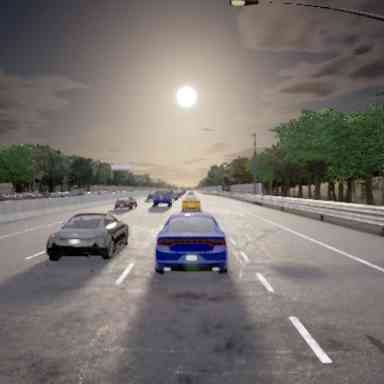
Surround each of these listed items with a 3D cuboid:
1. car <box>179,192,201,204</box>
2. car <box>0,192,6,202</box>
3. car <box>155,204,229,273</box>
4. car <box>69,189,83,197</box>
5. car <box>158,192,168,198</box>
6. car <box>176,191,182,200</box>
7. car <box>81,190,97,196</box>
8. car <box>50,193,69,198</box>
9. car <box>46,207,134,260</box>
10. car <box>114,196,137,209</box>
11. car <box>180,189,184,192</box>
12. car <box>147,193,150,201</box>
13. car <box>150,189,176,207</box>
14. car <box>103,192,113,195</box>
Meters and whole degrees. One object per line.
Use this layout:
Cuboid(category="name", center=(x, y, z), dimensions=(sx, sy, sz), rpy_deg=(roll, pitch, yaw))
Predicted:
Cuboid(category="car", center=(-0.075, 1.120, 34.046), dimensions=(1.882, 1.535, 5.008), rpy_deg=(0, 1, 0))
Cuboid(category="car", center=(-17.648, 0.945, 27.422), dimensions=(2.150, 2.045, 5.566), rpy_deg=(0, 1, 0))
Cuboid(category="car", center=(-0.015, 1.364, 10.258), dimensions=(1.882, 1.535, 5.008), rpy_deg=(0, 1, 0))
Cuboid(category="car", center=(-24.688, 0.435, 71.365), dimensions=(2.150, 2.045, 5.566), rpy_deg=(0, 1, 0))
Cuboid(category="car", center=(-7.221, 0.714, 82.535), dimensions=(2.128, 1.511, 4.902), rpy_deg=(0, 1, 0))
Cuboid(category="car", center=(-3.674, 0.892, 67.177), dimensions=(1.994, 1.385, 4.181), rpy_deg=(0, 1, 0))
Cuboid(category="car", center=(-21.184, 0.790, 70.024), dimensions=(1.812, 1.442, 4.674), rpy_deg=(0, 1, 0))
Cuboid(category="car", center=(-28.184, 0.825, 70.004), dimensions=(1.994, 1.385, 4.181), rpy_deg=(0, 1, 0))
Cuboid(category="car", center=(-3.518, 1.435, 11.961), dimensions=(1.994, 1.385, 4.181), rpy_deg=(0, 1, 0))
Cuboid(category="car", center=(-7.080, 1.158, 35.760), dimensions=(1.812, 1.442, 4.674), rpy_deg=(0, 1, 0))
Cuboid(category="car", center=(-3.740, 0.623, 89.319), dimensions=(1.837, 1.490, 4.892), rpy_deg=(0, 1, 0))
Cuboid(category="car", center=(-7.159, 0.893, 61.254), dimensions=(1.837, 1.490, 4.892), rpy_deg=(0, 1, 0))
Cuboid(category="car", center=(-3.599, 0.792, 41.748), dimensions=(2.150, 2.045, 5.566), rpy_deg=(0, 1, 0))
Cuboid(category="car", center=(-17.684, 0.802, 70.035), dimensions=(2.033, 1.411, 5.357), rpy_deg=(0, 1, 0))
